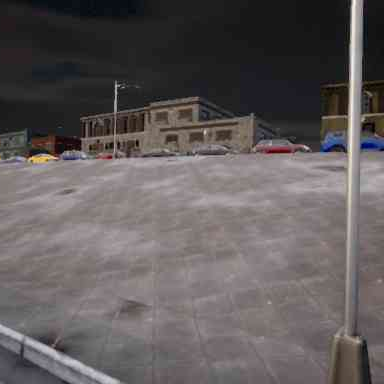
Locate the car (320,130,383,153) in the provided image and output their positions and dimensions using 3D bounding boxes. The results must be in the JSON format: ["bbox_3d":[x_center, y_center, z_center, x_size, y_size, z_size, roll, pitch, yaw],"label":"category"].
[{"bbox_3d":[12.269,-3.343,24.061,5.566,2.045,2.435,2,1,25],"label":"car"}]

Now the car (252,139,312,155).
[{"bbox_3d":[7.168,-3.361,26.399,4.553,1.767,2.185,1,1,26],"label":"car"}]

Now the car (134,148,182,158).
[{"bbox_3d":[-2.745,-3.419,31.299,4.674,1.452,2.002,1,1,28],"label":"car"}]

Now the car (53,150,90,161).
[{"bbox_3d":[-12.602,-3.789,36.706,4.553,1.767,2.185,1,1,31],"label":"car"}]

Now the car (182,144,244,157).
[{"bbox_3d":[2.087,-3.357,28.842,4.892,1.521,2.231,1,1,27],"label":"car"}]

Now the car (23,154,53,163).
[{"bbox_3d":[-17.356,-3.765,39.522,5.008,1.535,2.097,1,1,32],"label":"car"}]

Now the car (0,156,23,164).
[{"bbox_3d":[-22.068,-3.826,42.451,4.674,1.452,2.002,1,1,33],"label":"car"}]

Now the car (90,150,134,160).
[{"bbox_3d":[-7.609,-3.530,33.906,4.792,1.488,2.163,1,1,29],"label":"car"}]
